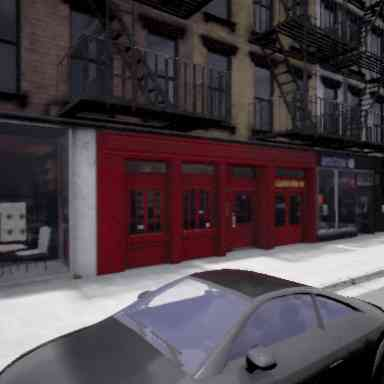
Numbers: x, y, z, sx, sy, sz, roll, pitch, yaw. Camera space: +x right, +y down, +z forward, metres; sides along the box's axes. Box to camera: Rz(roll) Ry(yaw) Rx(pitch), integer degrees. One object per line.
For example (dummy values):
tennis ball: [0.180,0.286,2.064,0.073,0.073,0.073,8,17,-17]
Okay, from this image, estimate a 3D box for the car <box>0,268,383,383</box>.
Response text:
car: [0.312,1.563,3.294,4.181,1.385,1.994,0,0,-36]
